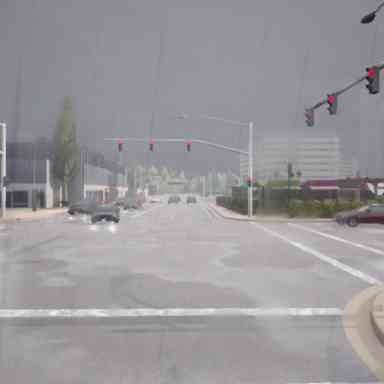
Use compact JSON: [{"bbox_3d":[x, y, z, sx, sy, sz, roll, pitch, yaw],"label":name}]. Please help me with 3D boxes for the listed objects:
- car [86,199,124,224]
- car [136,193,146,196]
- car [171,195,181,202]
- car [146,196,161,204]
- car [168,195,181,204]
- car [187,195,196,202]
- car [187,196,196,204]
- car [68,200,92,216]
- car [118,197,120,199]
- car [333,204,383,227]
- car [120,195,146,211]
[{"bbox_3d":[-6.444,1.541,25.048,2.033,1.411,5.357,0,0,-11],"label":"car"},{"bbox_3d":[-10.609,1.311,68.285,2.150,2.045,5.566,0,0,0],"label":"car"},{"bbox_3d":[-3.625,1.407,74.832,1.994,1.385,4.181,0,0,0],"label":"car"},{"bbox_3d":[-7.157,1.510,63.864,1.812,1.442,4.674,0,0,0],"label":"car"},{"bbox_3d":[-3.608,1.532,64.559,2.033,1.411,5.357,0,0,0],"label":"car"},{"bbox_3d":[-0.125,1.450,74.870,1.895,1.301,4.718,0,0,0],"label":"car"},{"bbox_3d":[-0.108,1.476,64.565,2.128,1.511,4.902,0,0,0],"label":"car"},{"bbox_3d":[-10.656,1.539,33.315,2.033,1.411,5.357,0,0,0],"label":"car"},{"bbox_3d":[-10.680,1.493,51.713,1.837,1.490,4.892,0,0,0],"label":"car"},{"bbox_3d":[11.769,1.521,21.917,4.674,1.442,1.812,0,0,1],"label":"car"},{"bbox_3d":[-7.168,1.495,40.760,1.837,1.490,4.892,0,0,0],"label":"car"}]
